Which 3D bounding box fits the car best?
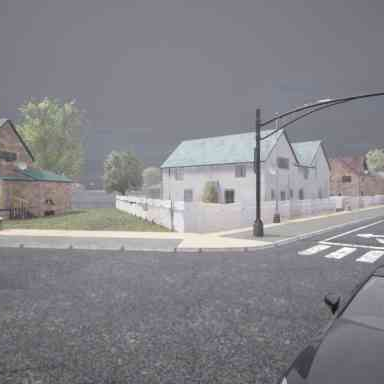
[{"bbox_3d":[2.573,1.525,3.480,1.812,1.442,4.674,0,0,42],"label":"car"}]
